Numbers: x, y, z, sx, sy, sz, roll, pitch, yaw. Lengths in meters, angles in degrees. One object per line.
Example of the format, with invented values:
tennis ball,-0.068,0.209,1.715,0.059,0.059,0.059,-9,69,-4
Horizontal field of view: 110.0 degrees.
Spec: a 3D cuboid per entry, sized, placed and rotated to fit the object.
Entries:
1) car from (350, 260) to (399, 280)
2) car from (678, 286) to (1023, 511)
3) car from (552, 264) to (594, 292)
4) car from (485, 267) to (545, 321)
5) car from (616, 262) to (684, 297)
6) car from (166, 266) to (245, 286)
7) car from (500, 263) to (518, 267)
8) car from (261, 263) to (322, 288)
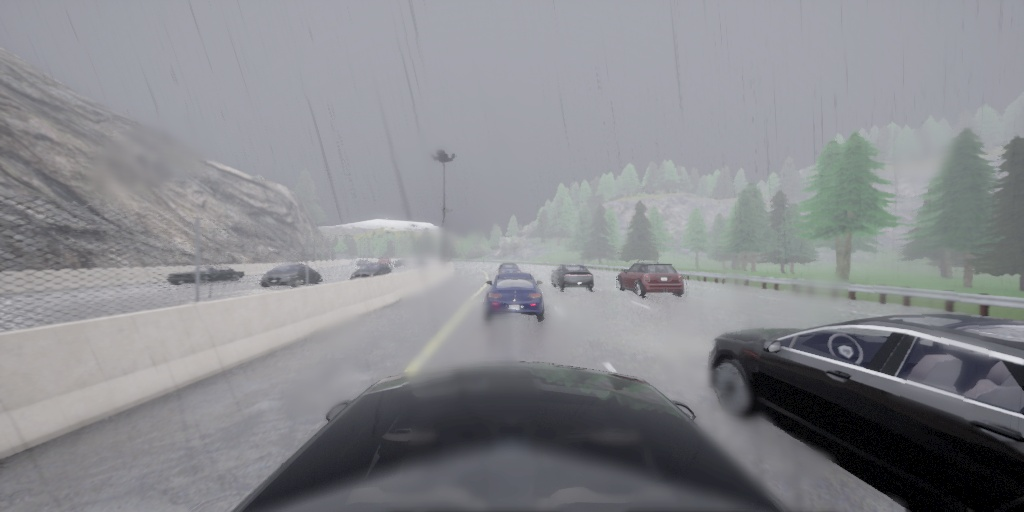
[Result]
car,-10.904,1.299,28.420,2.033,1.411,5.357,0,0,-3
car,3.600,1.241,2.958,2.128,1.511,4.902,0,0,0
car,3.526,1.242,21.406,2.128,1.511,4.902,0,0,-1
car,0.087,1.276,12.346,1.812,1.442,4.674,0,0,0
car,7.069,1.103,18.830,2.097,1.767,4.553,0,0,0
car,-21.277,1.353,25.189,1.895,1.301,4.718,0,0,-2
car,-0.303,1.299,30.422,2.033,1.411,5.357,0,0,-3
car,-14.244,1.316,23.387,1.994,1.385,4.181,0,0,-2
